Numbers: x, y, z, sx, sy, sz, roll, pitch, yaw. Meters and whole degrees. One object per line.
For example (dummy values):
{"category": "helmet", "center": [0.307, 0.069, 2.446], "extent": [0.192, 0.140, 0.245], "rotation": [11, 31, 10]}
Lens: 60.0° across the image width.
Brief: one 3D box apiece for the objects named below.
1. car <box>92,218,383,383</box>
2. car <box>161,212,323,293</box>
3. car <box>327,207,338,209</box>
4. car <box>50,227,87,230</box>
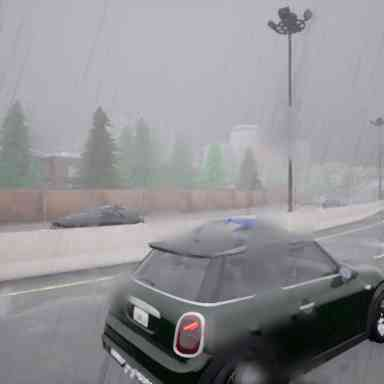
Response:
{"category": "car", "center": [1.128, 1.367, 4.898], "extent": [4.553, 1.767, 2.097], "rotation": [0, 0, -38]}
{"category": "car", "center": [1.694, 1.507, 9.813], "extent": [5.008, 1.535, 1.882], "rotation": [0, 0, -40]}
{"category": "car", "center": [15.622, 1.630, 36.035], "extent": [2.033, 1.411, 5.357], "rotation": [0, 0, 35]}
{"category": "car", "center": [-5.108, 1.671, 17.990], "extent": [4.718, 1.301, 1.895], "rotation": [0, 0, -40]}
